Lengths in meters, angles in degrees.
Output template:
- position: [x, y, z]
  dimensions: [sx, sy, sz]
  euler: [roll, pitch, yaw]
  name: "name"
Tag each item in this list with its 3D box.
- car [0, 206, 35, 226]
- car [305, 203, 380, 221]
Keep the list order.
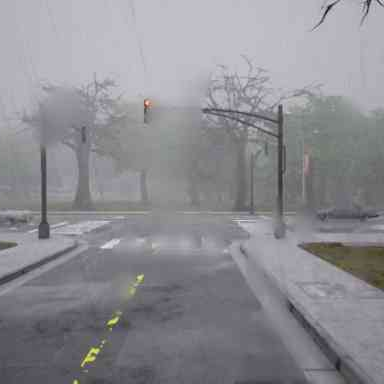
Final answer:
- position: [-13.495, 1.578, 22.886]
  dimensions: [4.718, 1.301, 1.895]
  euler: [0, 0, 0]
  name: "car"
- position: [11.824, 1.551, 26.330]
  dimensions: [5.357, 1.411, 2.033]
  euler: [0, 0, 0]
  name: "car"
